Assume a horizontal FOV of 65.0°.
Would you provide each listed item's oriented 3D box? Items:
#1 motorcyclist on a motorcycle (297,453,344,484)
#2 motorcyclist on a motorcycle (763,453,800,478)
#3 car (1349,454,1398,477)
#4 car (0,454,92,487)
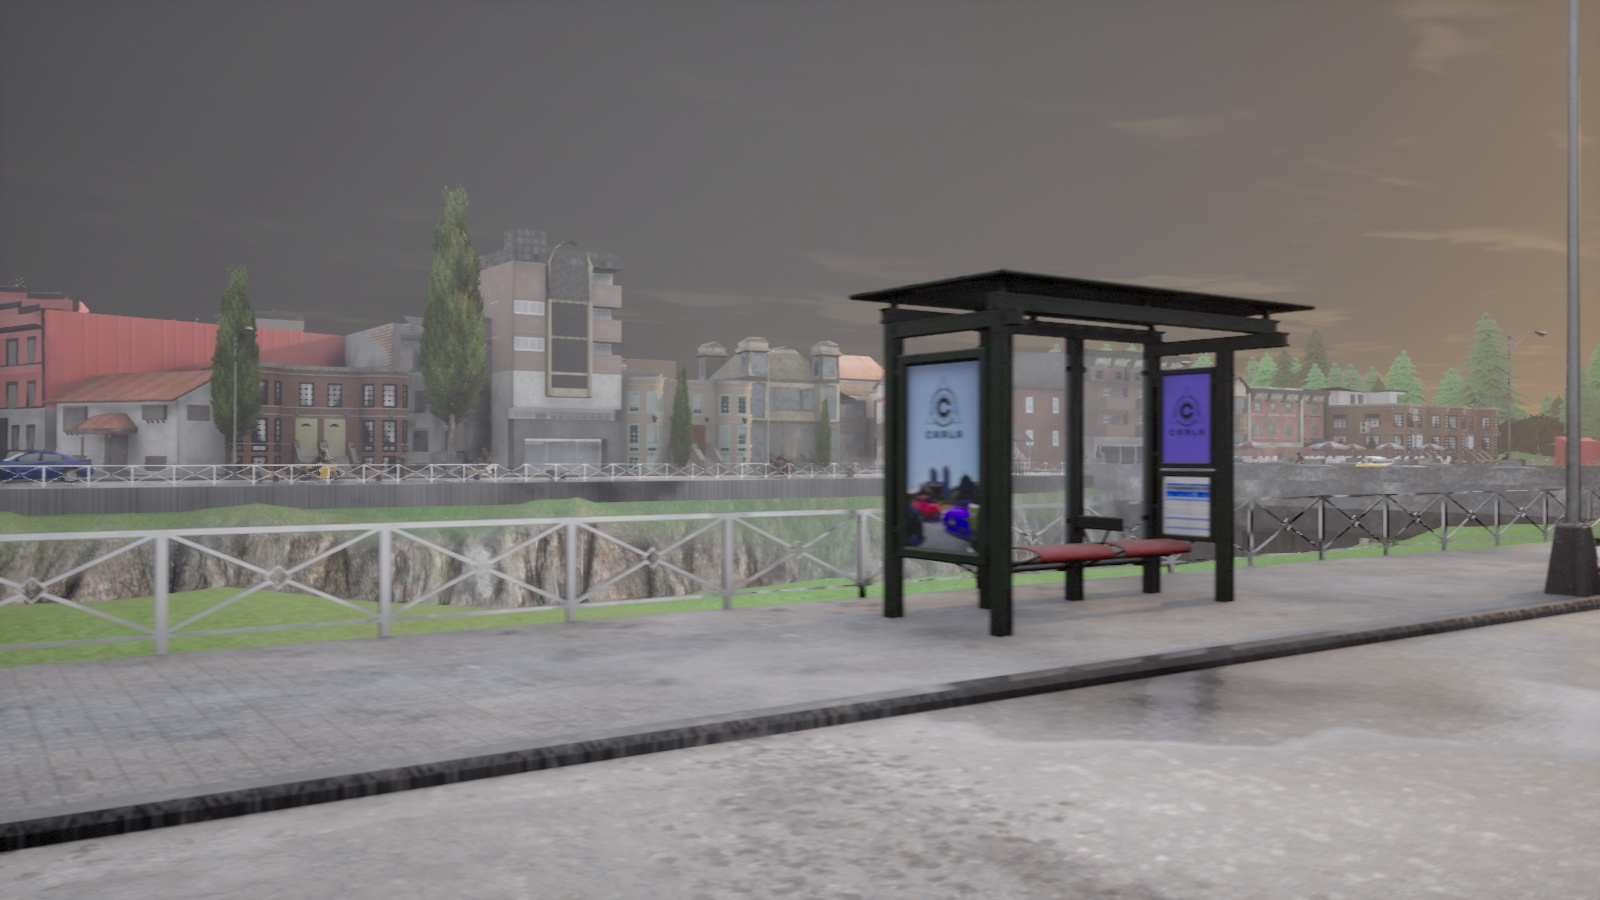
[{"bbox_3d":[-23.958,0.931,62.778,2.044,1.523,0.797,0,0,-35],"label":"motorcyclist on a motorcycle"},{"bbox_3d":[-1.148,0.975,78.664,2.191,1.530,0.866,0,0,-35],"label":"motorcyclist on a motorcycle"},{"bbox_3d":[34.501,0.912,75.543,1.481,1.376,2.207,0,0,-35],"label":"car"},{"bbox_3d":[-36.266,0.944,59.081,5.008,1.535,1.882,0,0,-35],"label":"car"}]
